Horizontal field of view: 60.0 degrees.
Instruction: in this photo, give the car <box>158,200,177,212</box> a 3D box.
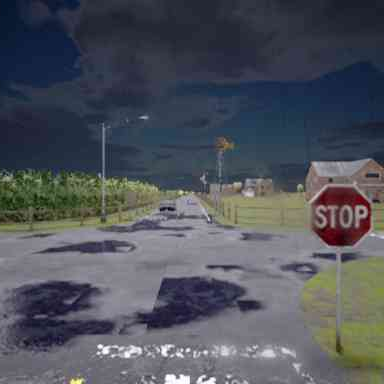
[{"bbox_3d":[-2.717,1.573,38.301,2.033,1.411,5.357,0,0,0],"label":"car"}]
